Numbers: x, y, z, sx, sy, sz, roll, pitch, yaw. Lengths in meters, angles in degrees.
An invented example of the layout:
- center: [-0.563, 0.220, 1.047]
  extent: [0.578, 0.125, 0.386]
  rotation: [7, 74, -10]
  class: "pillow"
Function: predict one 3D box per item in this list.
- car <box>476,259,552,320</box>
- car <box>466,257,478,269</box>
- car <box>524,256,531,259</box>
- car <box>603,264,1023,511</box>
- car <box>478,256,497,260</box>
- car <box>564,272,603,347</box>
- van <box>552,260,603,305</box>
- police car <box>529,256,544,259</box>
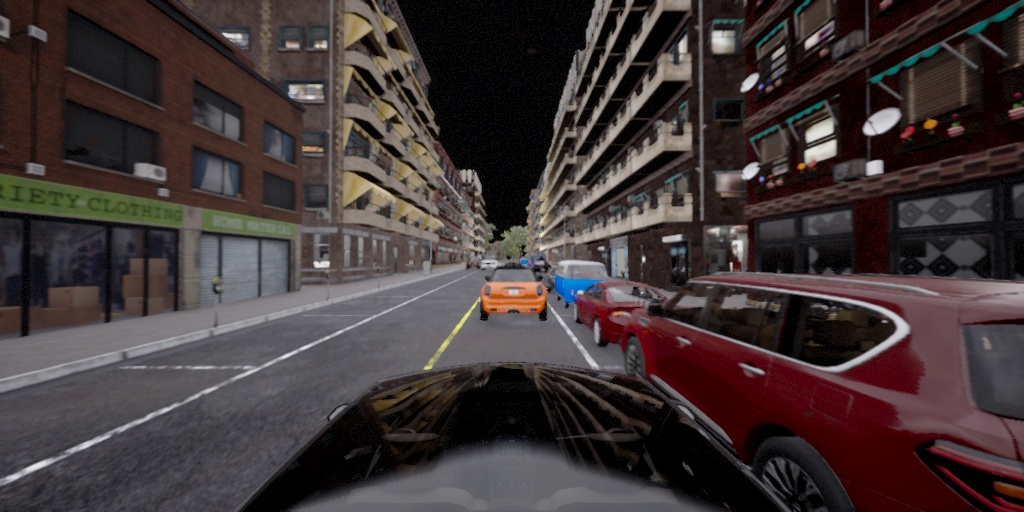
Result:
- center: [0.065, 1.096, 12.806]
  extent: [2.097, 1.767, 4.553]
  rotation: [0, 0, 0]
  class: "car"
- center: [-5.699, 1.042, 53.759]
  extent: [2.192, 1.841, 5.009]
  rotation: [0, 0, 0]
  class: "car"
- center: [3.098, 0.959, 45.780]
  extent: [2.150, 2.045, 5.566]
  rotation: [0, 0, 0]
  class: "car"
- center: [2.691, 1.064, 3.581]
  extent: [2.192, 1.841, 5.009]
  rotation: [0, 0, 0]
  class: "car"
- center: [-3.092, 0.950, 49.691]
  extent: [2.150, 2.045, 5.566]
  rotation: [0, 0, 0]
  class: "car"
- center: [2.690, 1.292, 9.152]
  extent: [1.888, 1.381, 4.507]
  rotation: [0, 0, 0]
  class: "car"
- center: [2.689, 1.085, 14.723]
  extent: [1.690, 1.789, 3.998]
  rotation: [0, 0, 0]
  class: "van"
- center: [3.126, 1.158, 38.859]
  extent: [1.930, 1.638, 5.238]
  rotation: [0, 0, 0]
  class: "police car"
